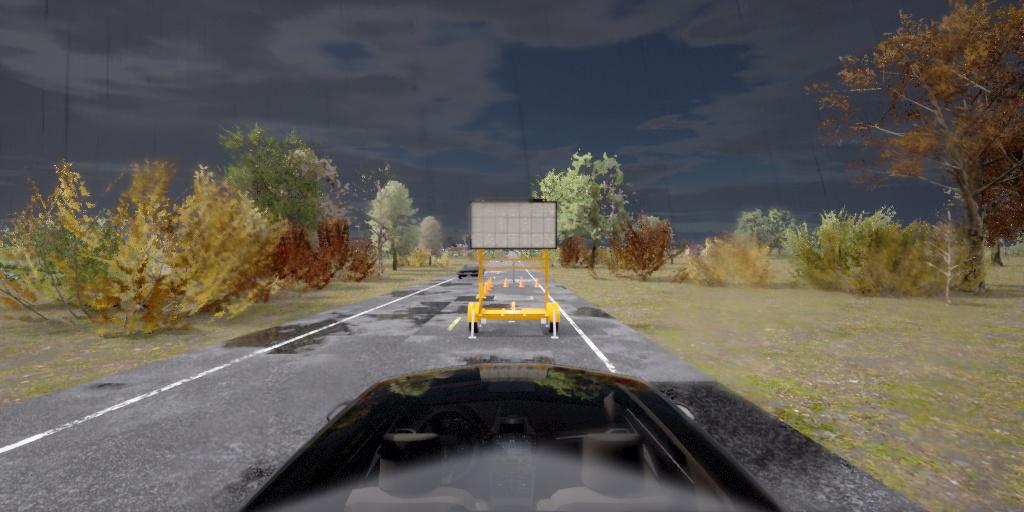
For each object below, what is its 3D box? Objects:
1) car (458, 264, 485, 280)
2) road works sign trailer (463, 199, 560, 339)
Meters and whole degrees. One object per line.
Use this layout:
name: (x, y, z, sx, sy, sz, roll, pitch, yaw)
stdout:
car: (-3.451, 1.326, 30.855, 1.895, 1.301, 4.718, 0, 0, 0)
road works sign trailer: (0.045, 0.212, 10.072, 2.380, 3.560, 2.880, 0, 0, 0)
